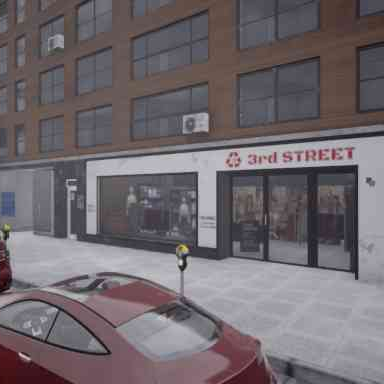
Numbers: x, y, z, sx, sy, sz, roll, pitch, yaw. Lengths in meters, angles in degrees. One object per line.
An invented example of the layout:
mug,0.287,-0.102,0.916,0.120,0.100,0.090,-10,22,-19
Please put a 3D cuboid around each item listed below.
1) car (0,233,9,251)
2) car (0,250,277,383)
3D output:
car,-5.693,1.315,6.858,5.009,1.841,2.192,0,0,35
car,-1.196,1.582,3.659,4.206,1.307,1.802,0,0,35
